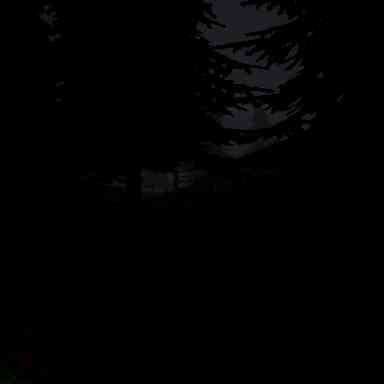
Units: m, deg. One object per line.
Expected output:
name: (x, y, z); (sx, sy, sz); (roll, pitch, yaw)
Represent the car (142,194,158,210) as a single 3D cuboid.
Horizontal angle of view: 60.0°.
car: (-6.438, 1.206, 39.240); (2.150, 2.045, 5.566); (0, 0, 37)
